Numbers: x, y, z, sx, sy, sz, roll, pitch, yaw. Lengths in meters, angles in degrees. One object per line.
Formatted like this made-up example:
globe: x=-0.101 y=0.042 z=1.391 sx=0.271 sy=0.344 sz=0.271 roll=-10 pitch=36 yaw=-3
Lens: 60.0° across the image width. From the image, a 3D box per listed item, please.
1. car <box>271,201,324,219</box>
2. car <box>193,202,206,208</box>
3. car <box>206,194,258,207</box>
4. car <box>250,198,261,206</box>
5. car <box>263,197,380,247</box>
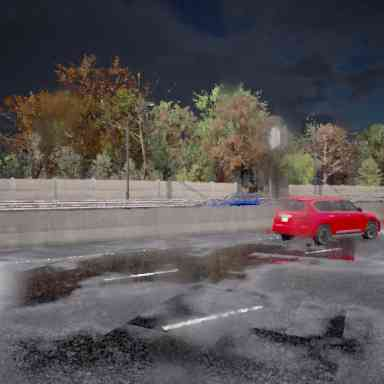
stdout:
car: x=9.389 y=1.527 z=29.493 sx=4.674 sy=1.442 sz=1.812 roll=0 pitch=0 yaw=-30
car: x=2.669 y=1.548 z=37.733 sx=5.357 sy=1.411 sz=2.033 roll=0 pitch=0 yaw=-30
car: x=4.645 y=1.222 z=34.833 sx=5.566 sy=2.045 sz=2.150 roll=0 pitch=0 yaw=-30
car: x=8.801 y=1.549 z=33.201 sx=5.357 sy=1.411 sz=2.033 roll=0 pitch=0 yaw=-30
car: x=6.203 y=1.224 z=15.279 sx=5.566 sy=2.045 sz=2.150 roll=0 pitch=0 yaw=-30
